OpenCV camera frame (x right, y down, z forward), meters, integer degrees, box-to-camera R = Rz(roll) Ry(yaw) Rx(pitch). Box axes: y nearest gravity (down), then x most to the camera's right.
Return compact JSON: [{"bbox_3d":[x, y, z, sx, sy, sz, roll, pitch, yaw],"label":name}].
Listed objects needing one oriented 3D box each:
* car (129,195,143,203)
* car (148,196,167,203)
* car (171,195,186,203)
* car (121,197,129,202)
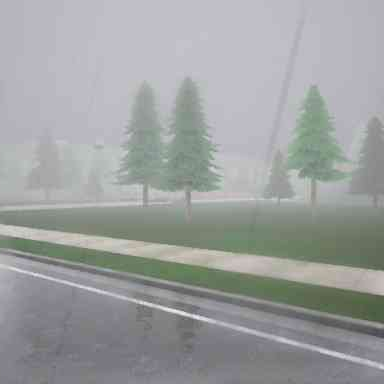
[{"bbox_3d":[-10.072,1.448,69.325,1.882,1.535,5.008,0,0,36],"label":"car"},{"bbox_3d":[-7.165,1.637,67.402,1.895,1.301,4.718,0,0,36],"label":"car"},{"bbox_3d":[-2.211,1.404,68.255,2.097,1.767,4.553,0,0,36],"label":"car"},{"bbox_3d":[-12.927,1.565,71.349,1.895,1.301,4.718,0,0,36],"label":"car"}]
